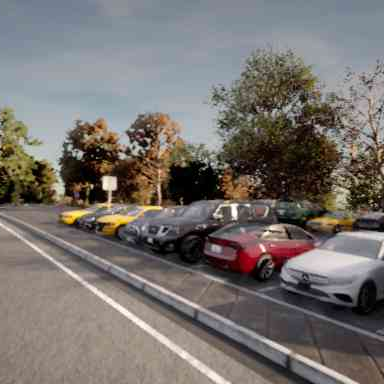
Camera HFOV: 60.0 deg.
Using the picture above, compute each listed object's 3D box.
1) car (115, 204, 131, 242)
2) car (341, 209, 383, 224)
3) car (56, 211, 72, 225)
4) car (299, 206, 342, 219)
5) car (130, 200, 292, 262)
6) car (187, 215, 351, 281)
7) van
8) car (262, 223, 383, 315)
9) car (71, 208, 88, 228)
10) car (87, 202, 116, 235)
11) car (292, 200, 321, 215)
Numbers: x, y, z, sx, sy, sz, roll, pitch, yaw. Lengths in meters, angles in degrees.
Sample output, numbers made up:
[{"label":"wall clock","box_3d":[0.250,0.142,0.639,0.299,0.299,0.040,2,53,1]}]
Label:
[{"label":"car","box_3d":[-0.723,1.396,14.827,4.553,1.767,2.185,2,0,-36]},{"label":"car","box_3d":[11.558,1.992,20.102,4.892,1.521,2.231,2,0,-36]},{"label":"car","box_3d":[-5.803,1.406,21.419,5.366,1.575,1.946,2,-1,-36]},{"label":"car","box_3d":[9.784,1.933,22.233,5.366,1.575,1.946,2,0,-36]},{"label":"car","box_3d":[0.866,1.317,12.553,5.566,2.045,2.435,2,0,-36]},{"label":"car","box_3d":[2.537,1.651,10.342,4.792,1.488,2.163,2,0,-36]},{"label":"van","box_3d":[6.701,1.639,26.986,4.442,1.987,1.878,2,-1,-36]},{"label":"car","box_3d":[4.150,1.711,8.084,4.674,1.452,2.002,2,0,-36]},{"label":"car","box_3d":[-4.017,1.443,19.294,4.892,1.521,2.231,2,-1,-36]},{"label":"car","box_3d":[-2.383,1.477,17.055,5.008,1.535,2.097,2,0,-36]},{"label":"car","box_3d":[8.333,1.647,24.597,5.566,2.045,2.435,2,-1,-36]}]
